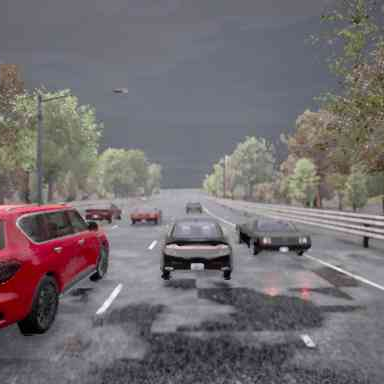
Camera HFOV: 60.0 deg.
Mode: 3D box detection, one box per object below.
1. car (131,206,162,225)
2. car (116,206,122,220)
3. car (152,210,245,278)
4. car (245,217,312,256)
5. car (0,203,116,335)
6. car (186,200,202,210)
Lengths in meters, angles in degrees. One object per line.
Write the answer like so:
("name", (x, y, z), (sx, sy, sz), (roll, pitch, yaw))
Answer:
("car", (-3.316, 1.702, 25.250), (1.895, 1.301, 4.718), (0, 0, 0))
("car", (-6.812, 1.582, 26.079), (1.882, 1.535, 5.008), (0, 0, 0))
("car", (0.132, 1.532, 10.209), (2.128, 1.511, 4.902), (0, 0, 0))
("car", (2.986, 1.654, 13.327), (1.895, 1.301, 4.718), (0, 0, -3))
("car", (-3.379, 1.247, 6.896), (2.150, 2.045, 5.566), (0, 0, 0))
("car", (0.237, 1.661, 40.154), (2.128, 1.511, 4.902), (0, 0, 0))
